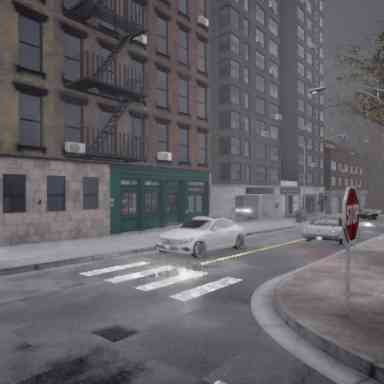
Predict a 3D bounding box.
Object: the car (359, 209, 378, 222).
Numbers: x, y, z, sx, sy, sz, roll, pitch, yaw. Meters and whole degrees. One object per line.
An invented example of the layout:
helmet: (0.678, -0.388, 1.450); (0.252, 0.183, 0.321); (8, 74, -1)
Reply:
car: (18.854, 2.511, 36.374); (1.895, 1.301, 4.718); (0, -1, 39)

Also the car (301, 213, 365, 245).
car: (7.578, 1.990, 17.841); (1.895, 1.301, 4.718); (0, -2, 39)

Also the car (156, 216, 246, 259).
car: (0.570, 1.764, 13.891); (1.812, 1.442, 4.674); (0, -1, 39)
